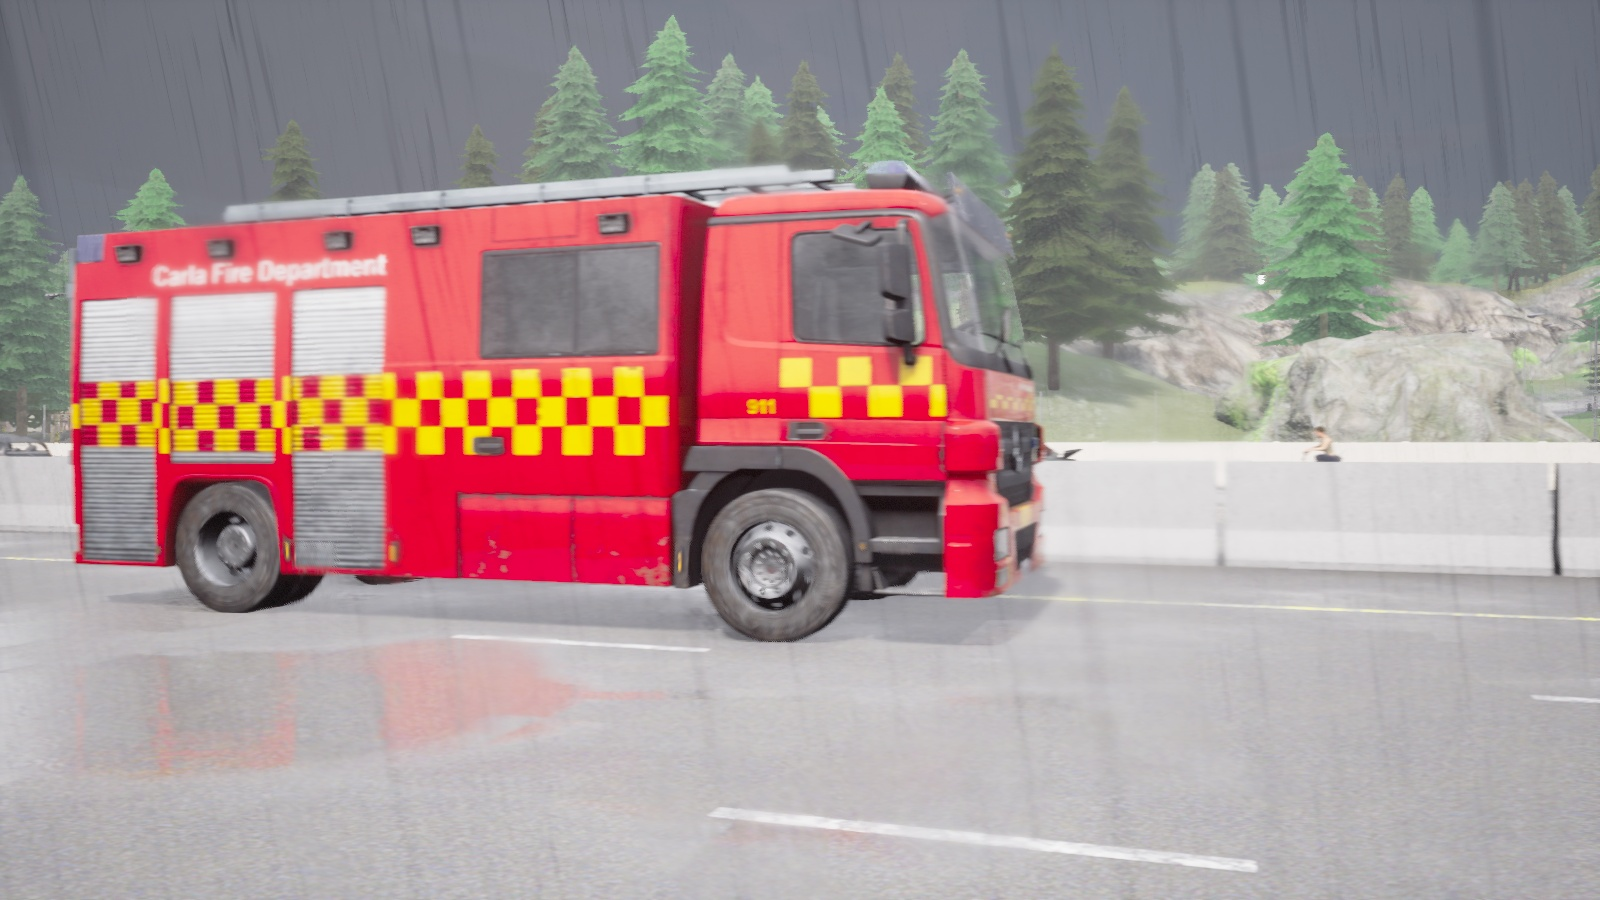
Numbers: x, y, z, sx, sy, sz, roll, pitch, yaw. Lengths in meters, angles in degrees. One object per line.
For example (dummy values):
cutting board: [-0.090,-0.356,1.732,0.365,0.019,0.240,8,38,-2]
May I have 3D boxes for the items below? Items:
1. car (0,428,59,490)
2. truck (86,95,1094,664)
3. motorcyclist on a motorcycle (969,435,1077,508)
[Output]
car: [-21.397,0.203,32.547,3.705,1.549,1.789,1,1,19]
truck: [-1.863,-0.524,11.188,8.468,3.827,2.891,1,1,19]
motorcyclist on a motorcycle: [4.868,0.441,27.403,2.191,1.530,0.866,1,1,19]
